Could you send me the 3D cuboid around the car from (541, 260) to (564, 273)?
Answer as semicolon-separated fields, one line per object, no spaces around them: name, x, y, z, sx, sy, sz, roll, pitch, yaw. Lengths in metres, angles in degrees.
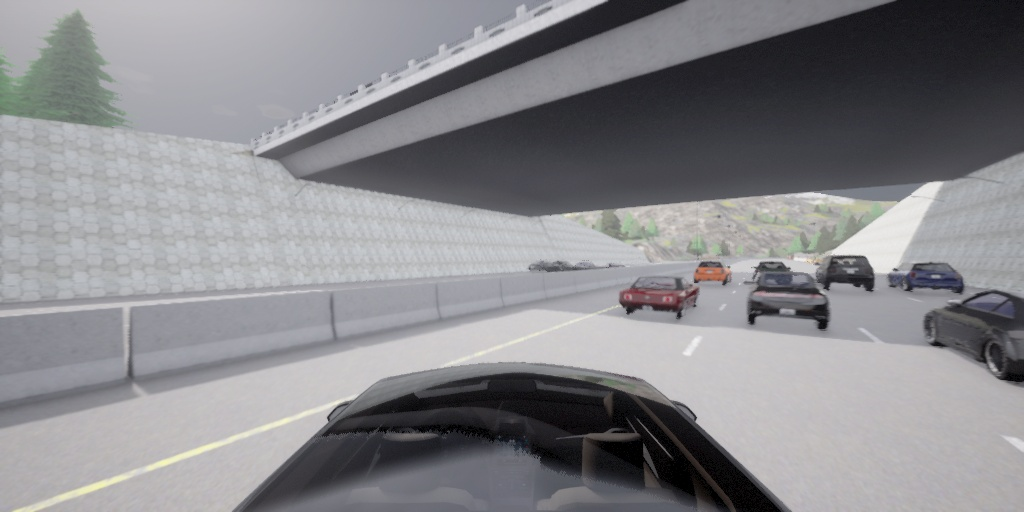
car;5.960;1.318;44.679;1.837;1.490;4.892;0;0;35

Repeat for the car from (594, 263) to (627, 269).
car;11.202;1.399;39.971;1.895;1.301;4.718;0;0;35

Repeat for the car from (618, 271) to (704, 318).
car;5.554;1.362;13.132;1.895;1.301;4.718;0;0;35

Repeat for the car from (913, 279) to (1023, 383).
car;9.382;1.308;6.403;1.994;1.385;4.181;0;0;35

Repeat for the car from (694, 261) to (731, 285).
car;14.919;1.122;26.614;2.097;1.767;4.553;0;0;35

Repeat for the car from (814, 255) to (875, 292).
car;20.241;0.975;22.003;2.150;2.045;5.566;0;0;35

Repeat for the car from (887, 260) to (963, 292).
car;23.554;1.100;20.639;2.097;1.767;4.553;0;0;35

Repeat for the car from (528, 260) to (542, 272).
car;3.952;1.314;47.909;2.128;1.511;4.902;0;0;35

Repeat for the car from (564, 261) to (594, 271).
car;8.507;1.353;42.224;2.033;1.411;5.357;0;0;35

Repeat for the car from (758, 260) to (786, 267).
car;17.796;1.115;24.620;2.097;1.767;4.553;0;0;35

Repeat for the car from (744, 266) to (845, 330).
car;8.557;1.245;11.322;2.128;1.511;4.902;0;0;35
